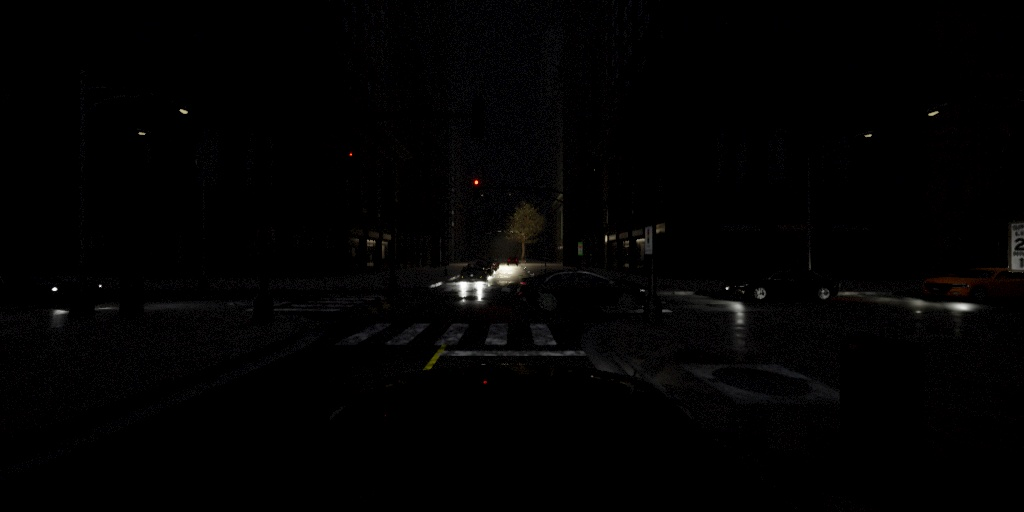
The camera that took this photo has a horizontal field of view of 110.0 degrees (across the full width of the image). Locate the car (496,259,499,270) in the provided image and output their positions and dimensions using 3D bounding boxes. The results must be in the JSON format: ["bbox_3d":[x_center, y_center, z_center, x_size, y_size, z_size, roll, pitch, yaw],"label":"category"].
[{"bbox_3d":[-3.080,1.107,48.257,2.097,1.767,4.553,0,0,0],"label":"car"}]

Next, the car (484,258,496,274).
[{"bbox_3d":[-3.093,1.225,38.612,1.882,1.535,5.008,0,0,0],"label":"car"}]

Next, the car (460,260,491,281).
[{"bbox_3d":[-3.094,1.309,29.541,1.994,1.385,4.181,0,0,0],"label":"car"}]

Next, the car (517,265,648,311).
[{"bbox_3d":[2.665,1.244,13.753,4.902,1.511,2.128,0,0,0],"label":"car"}]

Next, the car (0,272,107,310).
[{"bbox_3d":[-18.780,1.287,13.767,4.718,1.301,1.895,0,0,0],"label":"car"}]

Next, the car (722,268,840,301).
[{"bbox_3d":[12.588,1.294,16.949,4.892,1.490,1.837,0,0,0],"label":"car"}]

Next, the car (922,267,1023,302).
[{"bbox_3d":[22.543,1.297,16.941,5.008,1.535,1.882,0,0,0],"label":"car"}]
